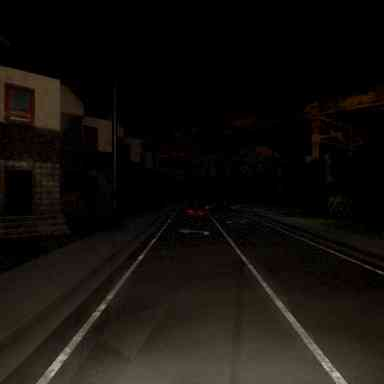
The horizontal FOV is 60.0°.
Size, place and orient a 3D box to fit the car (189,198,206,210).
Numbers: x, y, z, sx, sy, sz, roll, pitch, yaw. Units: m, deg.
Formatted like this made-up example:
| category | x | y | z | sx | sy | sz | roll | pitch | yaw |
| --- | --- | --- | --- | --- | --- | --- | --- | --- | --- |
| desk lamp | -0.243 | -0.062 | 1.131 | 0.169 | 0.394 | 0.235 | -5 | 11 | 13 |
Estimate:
| category | x | y | z | sx | sy | sz | roll | pitch | yaw |
| --- | --- | --- | --- | --- | --- | --- | --- | --- | --- |
| car | 0.736 | 1.491 | 43.070 | 2.128 | 1.511 | 4.902 | 0 | 0 | 5 |

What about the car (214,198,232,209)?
| category | x | y | z | sx | sy | sz | roll | pitch | yaw |
| --- | --- | --- | --- | --- | --- | --- | --- | --- | --- |
| car | 4.145 | 1.547 | 44.434 | 2.033 | 1.411 | 5.357 | 0 | 0 | 11 |
